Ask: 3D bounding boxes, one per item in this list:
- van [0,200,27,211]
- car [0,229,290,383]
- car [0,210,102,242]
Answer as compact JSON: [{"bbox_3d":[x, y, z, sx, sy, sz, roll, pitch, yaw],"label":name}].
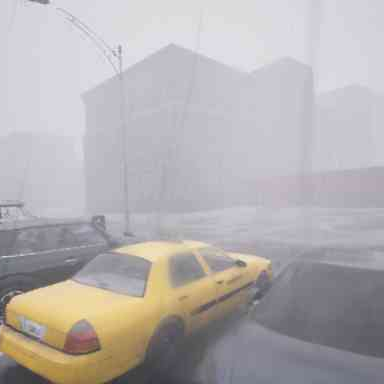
[{"bbox_3d":[-7.196,1.269,10.591,1.878,1.987,4.442,-1,-1,35],"label":"van"},{"bbox_3d":[-0.248,1.473,5.722,1.946,1.575,5.366,0,0,35],"label":"car"},{"bbox_3d":[-2.750,1.347,7.239,2.185,1.767,4.553,0,0,35],"label":"car"}]
